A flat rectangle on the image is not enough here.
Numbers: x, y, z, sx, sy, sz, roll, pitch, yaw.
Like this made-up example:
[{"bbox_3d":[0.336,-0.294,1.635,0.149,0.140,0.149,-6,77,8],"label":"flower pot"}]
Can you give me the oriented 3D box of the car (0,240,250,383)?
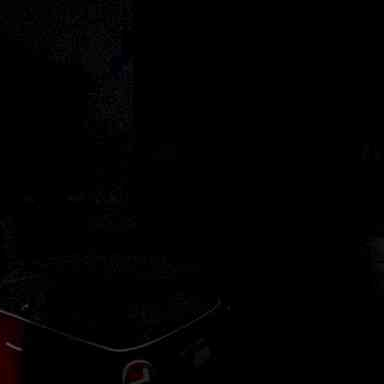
[{"bbox_3d":[-1.492,1.442,4.005,4.097,1.590,1.967,0,0,35],"label":"car"}]
